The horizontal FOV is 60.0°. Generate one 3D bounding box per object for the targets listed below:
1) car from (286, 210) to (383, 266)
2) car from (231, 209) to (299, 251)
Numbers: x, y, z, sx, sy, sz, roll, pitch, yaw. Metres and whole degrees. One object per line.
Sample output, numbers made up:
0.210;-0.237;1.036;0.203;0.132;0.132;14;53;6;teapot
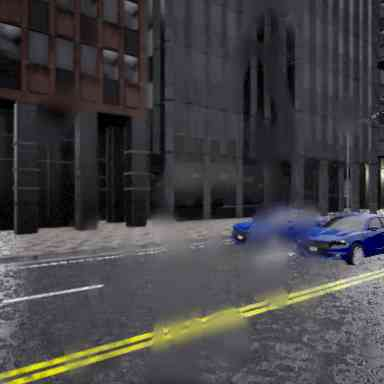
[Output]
5.823;1.506;11.824;5.008;1.535;1.882;0;0;-35;car
3.924;1.506;14.462;5.008;1.535;1.882;0;0;-35;car
